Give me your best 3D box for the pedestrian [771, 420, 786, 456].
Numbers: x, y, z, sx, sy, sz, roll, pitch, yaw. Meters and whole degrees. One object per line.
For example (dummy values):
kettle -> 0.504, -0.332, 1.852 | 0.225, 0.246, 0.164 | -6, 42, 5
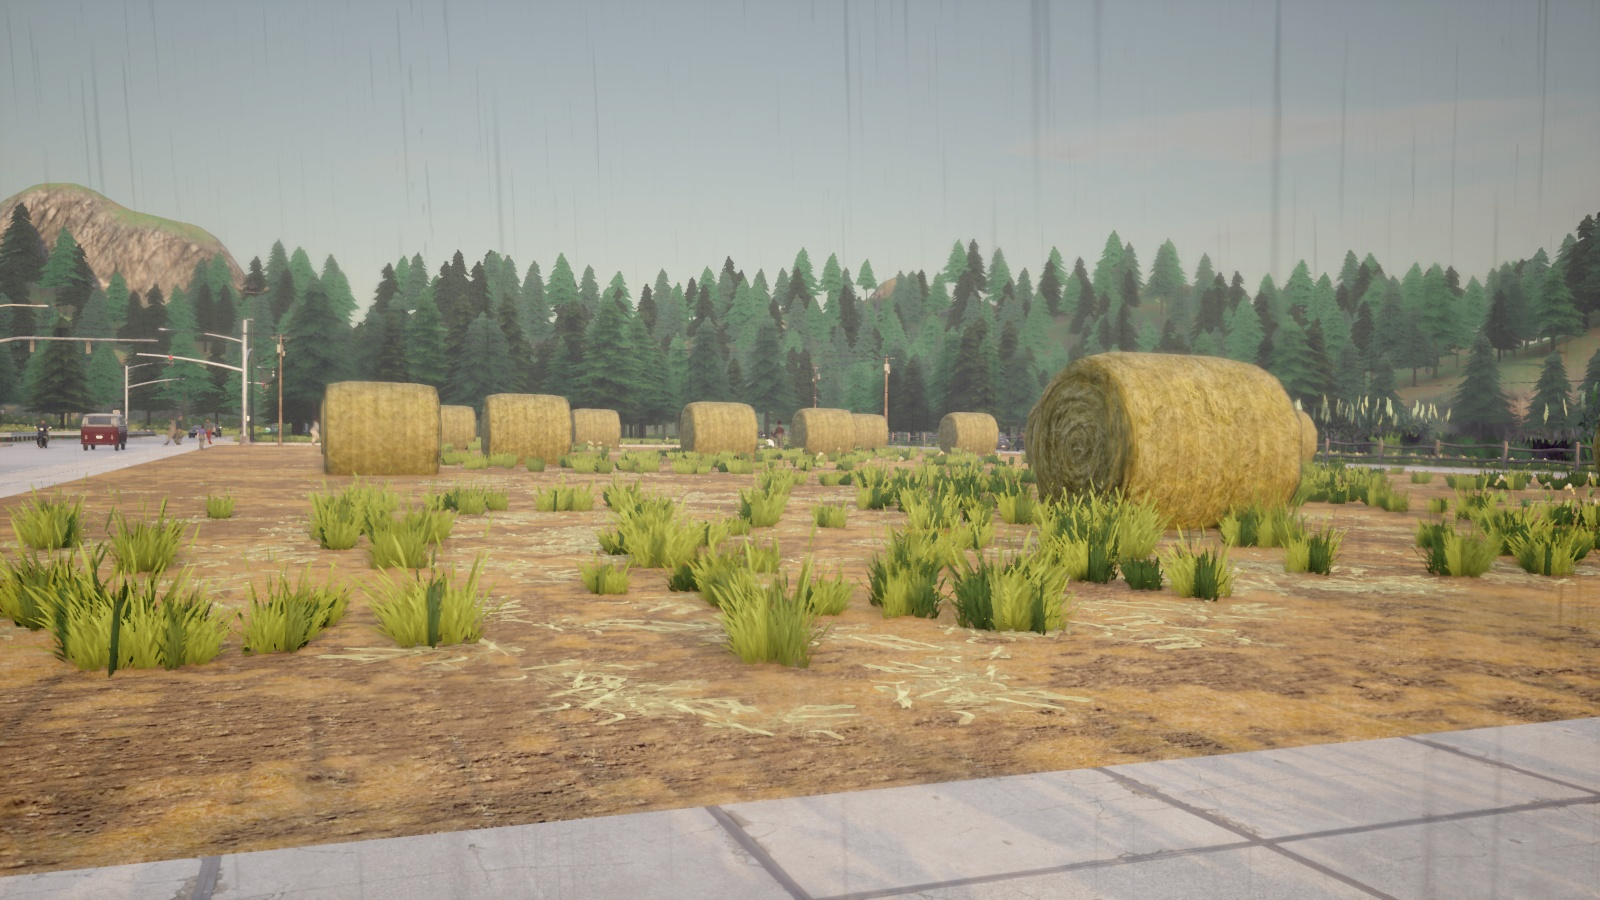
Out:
pedestrian -> -1.126, -0.649, 66.684 | 0.666, 1.930, 0.402 | 0, 1, 29

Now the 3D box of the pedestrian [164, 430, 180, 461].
pedestrian -> -40.196, -0.299, 80.342 | 0.873, 1.952, 0.659 | -1, 1, -27

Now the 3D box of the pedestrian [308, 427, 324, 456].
pedestrian -> -32.122, -0.565, 83.350 | 0.900, 1.855, 0.874 | -1, 1, -15

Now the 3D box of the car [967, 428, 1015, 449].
car -> 14.146, -0.891, 93.130 | 1.845, 1.501, 3.633 | -1, 1, -22

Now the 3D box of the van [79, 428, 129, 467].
van -> -37.342, -0.173, 67.446 | 1.775, 1.987, 4.442 | -1, 1, -22

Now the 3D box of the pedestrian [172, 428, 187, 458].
pedestrian -> -38.414, -0.417, 77.768 | 0.726, 1.842, 0.402 | 0, 1, 17

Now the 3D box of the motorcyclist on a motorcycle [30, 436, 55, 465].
motorcyclist on a motorcycle -> -41.933, 0.038, 69.529 | 0.866, 1.590, 1.817 | -1, 0, -22
